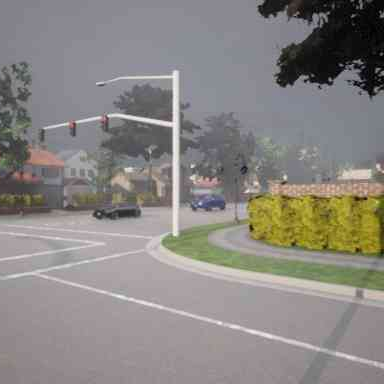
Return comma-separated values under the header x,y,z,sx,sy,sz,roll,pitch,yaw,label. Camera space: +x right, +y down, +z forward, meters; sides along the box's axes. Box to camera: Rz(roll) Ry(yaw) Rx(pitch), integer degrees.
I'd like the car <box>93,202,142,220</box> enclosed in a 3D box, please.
x,y,z,sx,sy,sz,roll,pitch,yaw,label
-6.183,1.555,27.849,1.994,1.385,4.181,0,0,35,car

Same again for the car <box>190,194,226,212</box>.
x,y,z,sx,sy,sz,roll,pitch,yaw,label
2.029,1.213,39.599,2.150,2.045,5.566,0,0,35,car
